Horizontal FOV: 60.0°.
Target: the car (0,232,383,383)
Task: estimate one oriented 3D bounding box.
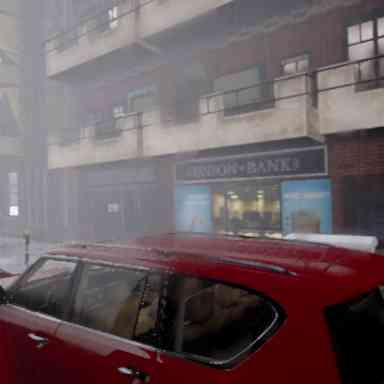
[{"bbox_3d":[-0.555,1.345,3.294,5.009,1.841,2.192,-1,-2,36],"label":"car"}]
